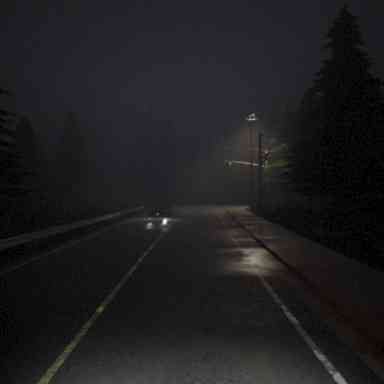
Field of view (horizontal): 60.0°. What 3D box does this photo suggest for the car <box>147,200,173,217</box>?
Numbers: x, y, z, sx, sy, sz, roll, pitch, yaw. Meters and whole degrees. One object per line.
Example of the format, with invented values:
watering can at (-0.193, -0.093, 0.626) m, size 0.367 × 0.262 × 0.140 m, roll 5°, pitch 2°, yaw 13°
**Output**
car at (-2.787, 1.453, 30.562) m, size 2.033 × 1.411 × 5.357 m, roll 0°, pitch 0°, yaw 2°
